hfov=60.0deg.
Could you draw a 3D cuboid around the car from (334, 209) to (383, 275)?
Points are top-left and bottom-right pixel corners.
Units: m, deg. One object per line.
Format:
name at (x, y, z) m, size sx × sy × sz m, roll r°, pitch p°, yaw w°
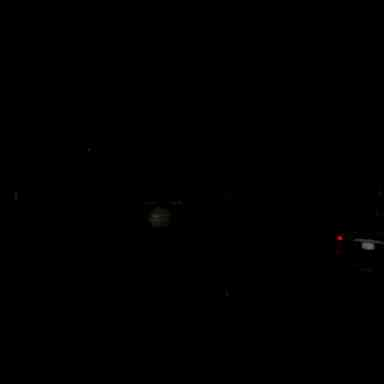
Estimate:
car at (5.994, 1.268, 9.232) m, size 4.553 × 1.767 × 2.097 m, roll -2°, pitch 0°, yaw -35°
